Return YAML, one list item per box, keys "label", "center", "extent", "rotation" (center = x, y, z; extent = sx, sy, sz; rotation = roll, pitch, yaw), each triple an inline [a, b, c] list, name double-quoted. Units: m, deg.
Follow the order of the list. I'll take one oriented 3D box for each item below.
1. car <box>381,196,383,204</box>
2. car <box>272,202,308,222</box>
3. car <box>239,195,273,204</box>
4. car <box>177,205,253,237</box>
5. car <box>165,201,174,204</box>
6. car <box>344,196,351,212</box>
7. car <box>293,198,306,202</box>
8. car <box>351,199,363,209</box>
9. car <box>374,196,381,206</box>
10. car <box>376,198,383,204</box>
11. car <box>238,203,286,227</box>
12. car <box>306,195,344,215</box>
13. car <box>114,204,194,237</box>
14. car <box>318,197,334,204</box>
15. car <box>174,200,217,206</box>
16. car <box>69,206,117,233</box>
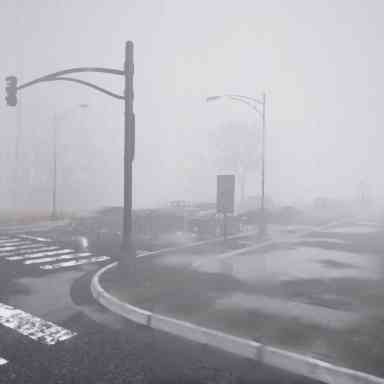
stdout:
- label: "car"
  center: [41.423, 1.784, 73.602]
  extent: [2.192, 1.841, 5.009]
  rotation: [1, 0, 36]
- label: "car"
  center: [7.964, 1.779, 27.898]
  extent: [1.802, 1.307, 4.206]
  rotation: [1, 0, 36]
- label: "car"
  center: [7.164, 1.357, 36.772]
  extent: [2.150, 2.045, 5.566]
  rotation: [1, 0, 36]
- label: "car"
  center: [1.470, 1.696, 19.067]
  extent: [2.008, 1.369, 4.403]
  rotation: [1, 0, 36]
- label: "car"
  center: [-1.612, 1.481, 29.454]
  extent: [1.967, 1.590, 4.097]
  rotation: [1, 0, 36]
- label: "car"
  center: [18.441, 1.720, 42.272]
  extent: [1.967, 1.590, 4.097]
  rotation: [1, 0, 36]
- label: "car"
  center: [18.123, 1.726, 56.071]
  extent: [1.752, 1.417, 4.829]
  rotation: [1, 0, 36]
- label: "car"
  center: [24.976, 1.773, 51.244]
  extent: [1.967, 1.590, 4.097]
  rotation: [1, 0, 36]
- label: "car"
  center: [34.943, 1.940, 64.796]
  extent: [1.752, 1.417, 4.829]
  rotation: [1, 0, 36]
- label: "car"
  center: [44.709, 2.047, 78.075]
  extent: [2.008, 1.369, 4.403]
  rotation: [1, 0, 36]
- label: "car"
  center: [4.718, 1.737, 23.483]
  extent: [1.947, 1.339, 4.313]
  rotation: [1, 0, 36]
- label: "car"
  center: [15.180, 1.569, 37.780]
  extent: [2.192, 1.841, 5.009]
  rotation: [1, 0, 36]
- label: "car"
  center: [-2.034, 1.655, 19.151]
  extent: [1.994, 1.385, 4.181]
  rotation: [1, 1, 38]
- label: "car"
  center: [28.091, 1.849, 69.622]
  extent: [1.947, 1.339, 4.313]
  rotation: [1, 0, 36]
- label: "car"
  center: [0.919, 1.591, 28.301]
  extent: [1.837, 1.490, 4.892]
  rotation: [1, 0, 36]
- label: "car"
  center: [-5.086, 1.564, 20.139]
  extent: [1.812, 1.442, 4.674]
  rotation: [1, 0, 36]
